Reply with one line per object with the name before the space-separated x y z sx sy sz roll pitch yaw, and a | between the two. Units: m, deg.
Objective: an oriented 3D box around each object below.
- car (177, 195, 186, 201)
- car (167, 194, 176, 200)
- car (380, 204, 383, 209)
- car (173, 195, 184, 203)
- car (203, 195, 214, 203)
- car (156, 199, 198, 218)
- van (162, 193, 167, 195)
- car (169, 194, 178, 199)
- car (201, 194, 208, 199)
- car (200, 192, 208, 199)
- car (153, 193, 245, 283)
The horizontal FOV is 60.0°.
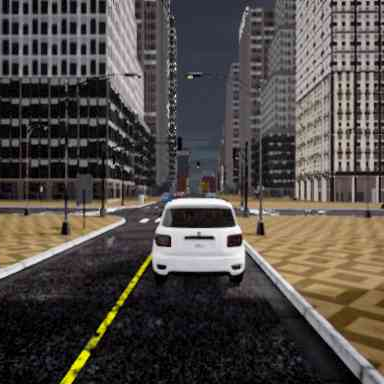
car | -2.434 1.336 79.428 1.895 1.301 4.718 0 0 1
car | -5.065 1.290 84.416 1.947 1.339 4.313 0 0 1
car | 26.257 1.631 40.881 5.357 1.411 2.033 0 0 -1
car | -2.646 1.318 64.003 1.812 1.442 4.674 0 0 1
car | 3.087 1.343 62.168 1.887 1.381 4.507 0 0 1
car | -1.503 1.450 30.719 2.033 1.411 5.357 0 0 -24
van | -5.253 1.120 67.799 1.690 1.788 3.998 0 0 1
car | -5.001 1.256 89.954 2.008 1.369 4.403 0 0 1
car | 3.378 1.251 89.860 1.887 1.381 4.507 0 0 1
car | 3.442 1.002 95.399 2.192 1.841 5.009 0 0 1
car | 0.172 1.193 9.710 2.150 2.045 5.566 0 0 0
